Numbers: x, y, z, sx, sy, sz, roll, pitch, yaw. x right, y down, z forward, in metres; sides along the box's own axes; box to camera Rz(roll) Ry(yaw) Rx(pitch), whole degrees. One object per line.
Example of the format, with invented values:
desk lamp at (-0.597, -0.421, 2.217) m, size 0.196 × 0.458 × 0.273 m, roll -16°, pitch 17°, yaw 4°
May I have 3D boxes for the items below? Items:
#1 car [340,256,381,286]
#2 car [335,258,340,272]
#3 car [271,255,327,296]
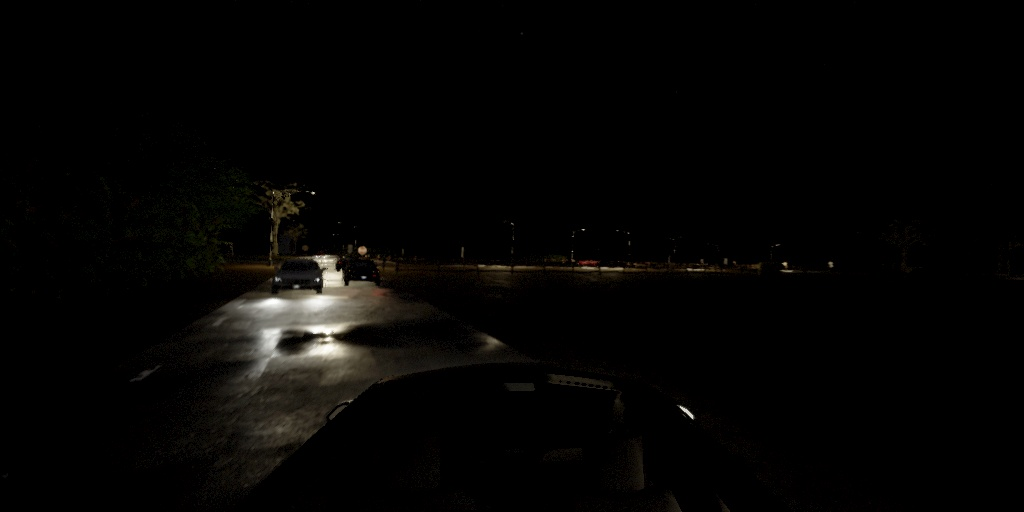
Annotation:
car at (-8.841, 0.895, 21.014) m, size 1.812 × 1.442 × 4.674 m, roll 3°, pitch 0°, yaw -27°
car at (-14.847, 0.683, 32.541) m, size 1.994 × 1.385 × 4.181 m, roll 3°, pitch 0°, yaw -27°
car at (-9.424, 0.862, 16.034) m, size 1.812 × 1.442 × 4.674 m, roll 3°, pitch 0°, yaw -27°
